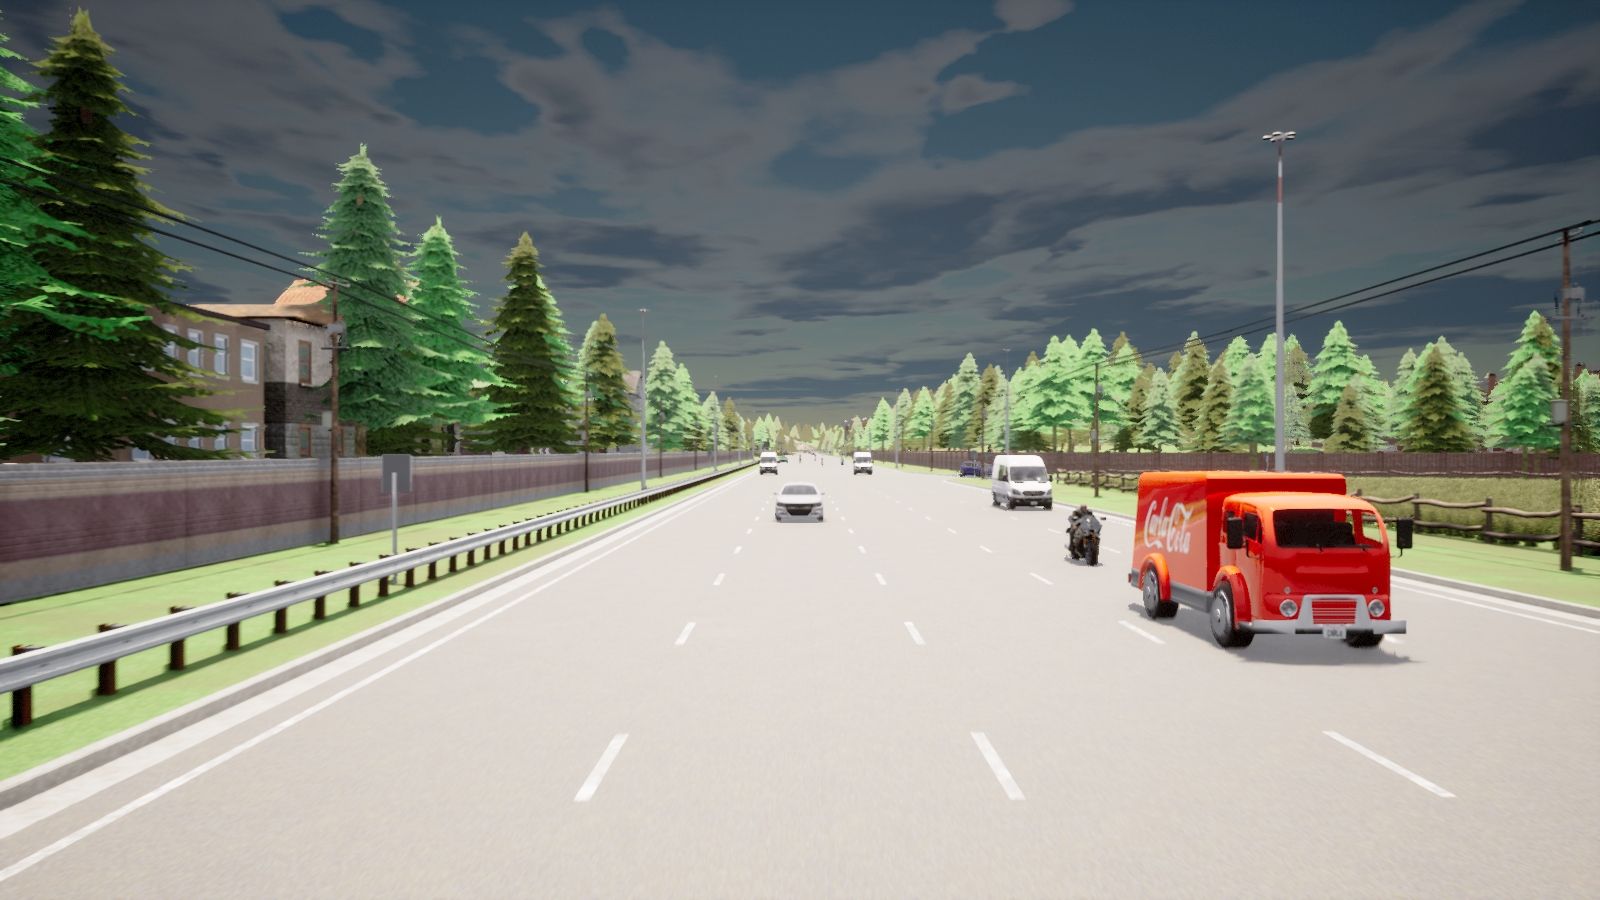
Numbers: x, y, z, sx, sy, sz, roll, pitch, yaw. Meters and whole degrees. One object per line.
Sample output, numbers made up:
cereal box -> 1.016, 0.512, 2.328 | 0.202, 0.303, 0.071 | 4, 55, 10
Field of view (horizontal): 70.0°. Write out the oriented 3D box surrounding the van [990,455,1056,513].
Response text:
van -> 10.501, 1.534, 54.238 | 1.988, 2.561, 5.915 | 0, 0, 0

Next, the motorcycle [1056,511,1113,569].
motorcycle -> 7.002, 2.205, 28.258 | 0.867, 1.251, 2.209 | 0, 0, 0

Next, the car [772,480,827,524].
car -> -0.024, 2.034, 45.725 | 2.097, 1.535, 5.006 | 0, 0, 0

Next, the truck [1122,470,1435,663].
truck -> 6.998, 1.571, 17.573 | 2.627, 2.467, 5.204 | 0, 0, 0
